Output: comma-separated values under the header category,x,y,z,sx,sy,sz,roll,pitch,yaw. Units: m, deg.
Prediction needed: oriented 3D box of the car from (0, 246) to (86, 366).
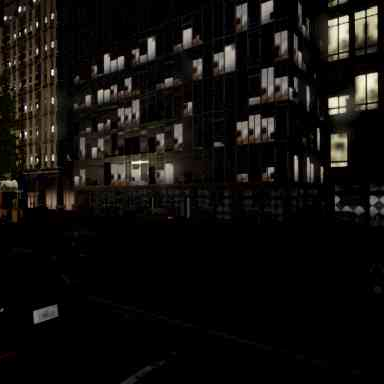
category,x,y,z,sx,sy,sz,roll,pitch,yaw
car,-3.527,1.566,5.384,4.313,1.339,1.947,0,0,35
